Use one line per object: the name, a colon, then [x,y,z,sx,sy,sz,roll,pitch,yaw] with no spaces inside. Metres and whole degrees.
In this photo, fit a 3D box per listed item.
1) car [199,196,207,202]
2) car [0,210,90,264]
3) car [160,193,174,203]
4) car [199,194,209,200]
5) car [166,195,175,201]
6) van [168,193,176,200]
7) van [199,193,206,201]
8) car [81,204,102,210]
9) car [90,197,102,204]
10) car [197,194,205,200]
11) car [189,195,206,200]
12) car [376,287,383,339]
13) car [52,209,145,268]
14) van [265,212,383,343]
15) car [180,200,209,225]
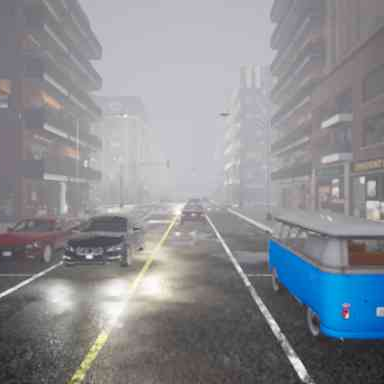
car: [2.547,1.522,77.761,1.802,1.307,4.206,0,0,0]
car: [-5.318,1.541,11.818,1.887,1.381,4.507,0,0,0]
car: [-5.330,1.269,66.655,2.192,1.841,5.009,0,0,0]
car: [2.550,1.520,66.657,1.947,1.339,4.313,0,0,0]
car: [-5.334,1.478,83.311,1.887,1.381,4.507,0,0,0]
van: [-5.335,1.267,88.863,1.690,1.788,3.998,0,0,0]
van: [2.547,1.274,83.313,1.690,1.788,3.998,0,0,0]
car: [-5.319,1.544,17.406,2.008,1.369,4.403,0,0,0]
car: [-16.929,1.606,54.492,4.097,1.590,1.967,-1,1,0]
car: [2.544,1.359,94.417,1.967,1.590,4.097,0,0,0]
car: [0.397,1.483,40.182,1.837,1.490,4.892,0,0,4]
car: [2.566,1.545,0.645,1.887,1.381,4.507,0,0,0]
car: [-2.755,1.502,11.354,1.837,1.490,4.892,0,0,0]
van: [2.564,1.339,6.232,1.690,1.788,3.998,0,0,0]
car: [0.093,1.537,24.057,2.033,1.411,5.357,0,0,0]
